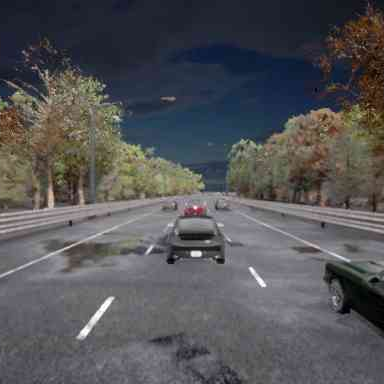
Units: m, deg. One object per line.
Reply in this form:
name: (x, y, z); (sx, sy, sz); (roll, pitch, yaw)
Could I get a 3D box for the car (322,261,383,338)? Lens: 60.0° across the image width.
car: (3.607, 1.633, 4.739); (1.895, 1.301, 4.718); (0, 0, 0)

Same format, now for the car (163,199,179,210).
car: (-2.905, 1.759, 46.184); (2.128, 1.511, 4.902); (0, 0, 1)

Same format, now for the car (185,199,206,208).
car: (0.362, 1.549, 33.403); (2.097, 1.767, 4.553); (0, 0, 1)

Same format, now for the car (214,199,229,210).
car: (4.102, 1.764, 46.414); (2.128, 1.511, 4.902); (0, 0, 1)

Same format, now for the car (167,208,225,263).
car: (0.139, 1.582, 12.260); (1.837, 1.490, 4.892); (0, 0, 0)
